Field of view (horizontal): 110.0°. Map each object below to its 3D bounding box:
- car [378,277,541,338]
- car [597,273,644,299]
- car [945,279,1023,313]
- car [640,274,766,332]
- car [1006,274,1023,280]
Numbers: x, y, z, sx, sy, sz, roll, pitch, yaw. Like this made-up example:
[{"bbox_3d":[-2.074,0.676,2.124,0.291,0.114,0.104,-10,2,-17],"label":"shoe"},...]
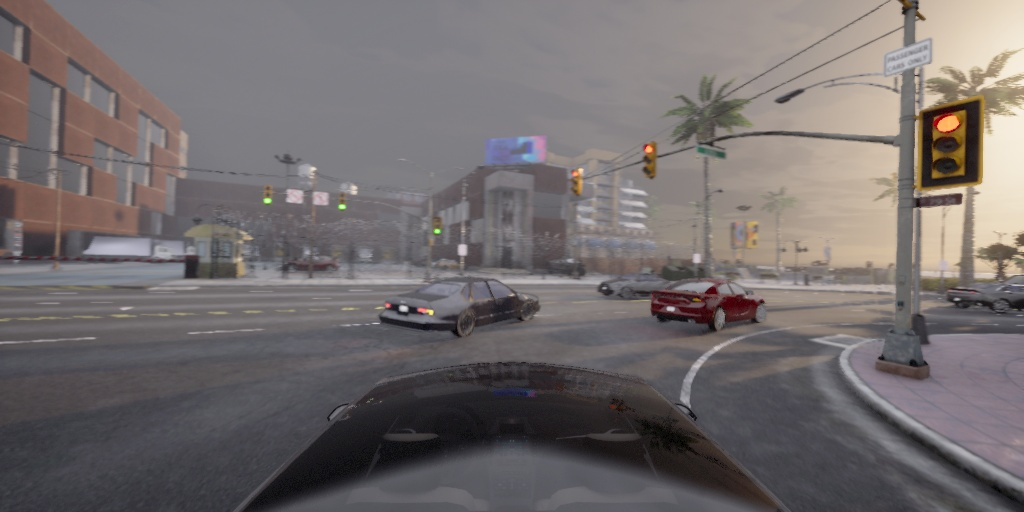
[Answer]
[{"bbox_3d":[-1.136,1.321,10.387,2.033,1.411,5.357,1,-1,33],"label":"car"},{"bbox_3d":[6.998,1.657,20.337,4.181,1.385,1.994,2,0,-17],"label":"car"},{"bbox_3d":[25.795,2.154,18.548,4.902,1.511,2.128,2,0,6],"label":"car"},{"bbox_3d":[6.761,1.508,12.185,5.008,1.535,1.882,2,-1,-36],"label":"car"},{"bbox_3d":[31.288,2.072,21.315,5.566,2.045,2.150,2,-1,15],"label":"car"}]
